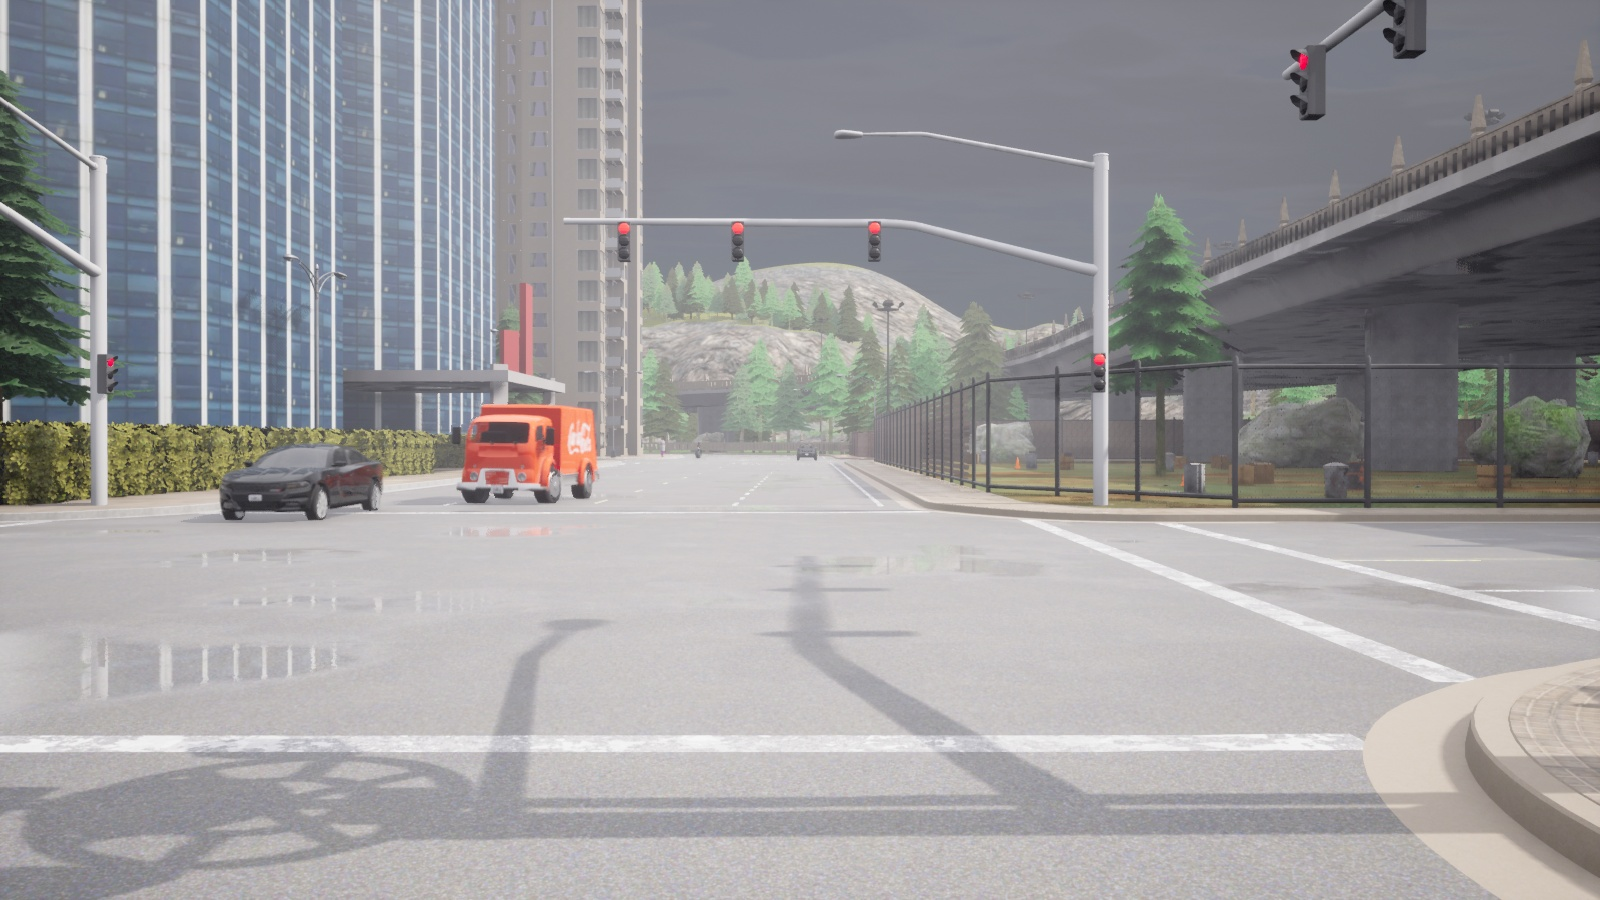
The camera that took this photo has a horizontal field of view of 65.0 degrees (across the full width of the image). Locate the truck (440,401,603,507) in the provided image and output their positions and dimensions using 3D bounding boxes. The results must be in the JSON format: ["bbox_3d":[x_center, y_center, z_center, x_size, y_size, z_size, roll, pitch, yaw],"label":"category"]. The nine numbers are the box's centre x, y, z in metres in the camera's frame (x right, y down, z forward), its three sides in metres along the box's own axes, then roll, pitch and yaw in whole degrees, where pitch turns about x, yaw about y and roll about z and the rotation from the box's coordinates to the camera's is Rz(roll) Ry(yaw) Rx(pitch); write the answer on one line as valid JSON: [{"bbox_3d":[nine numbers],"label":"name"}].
[{"bbox_3d":[-6.963,0.069,32.144,2.627,2.467,5.204,1,1,5],"label":"truck"}]

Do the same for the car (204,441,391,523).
[{"bbox_3d":[-10.346,0.592,26.298,1.882,1.535,5.008,0,1,0],"label":"car"}]
